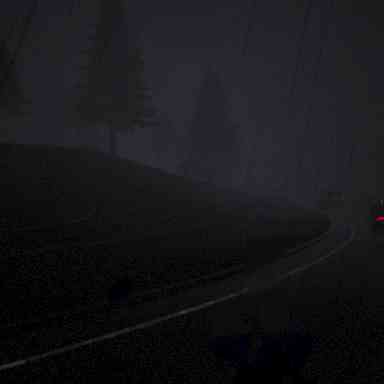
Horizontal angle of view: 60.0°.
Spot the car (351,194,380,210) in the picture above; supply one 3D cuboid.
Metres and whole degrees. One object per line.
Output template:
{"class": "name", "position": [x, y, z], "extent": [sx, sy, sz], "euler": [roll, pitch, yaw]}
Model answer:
{"class": "car", "position": [18.556, 0.957, 35.426], "extent": [2.097, 1.767, 4.553], "euler": [0, 1, 11]}

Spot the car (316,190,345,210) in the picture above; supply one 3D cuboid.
{"class": "car", "position": [15.343, 0.836, 37.104], "extent": [2.150, 2.045, 5.566], "euler": [0, -1, 10]}

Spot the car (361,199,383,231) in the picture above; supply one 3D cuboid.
{"class": "car", "position": [10.784, 1.331, 18.324], "extent": [2.033, 1.411, 5.357], "euler": [0, 0, 24]}
